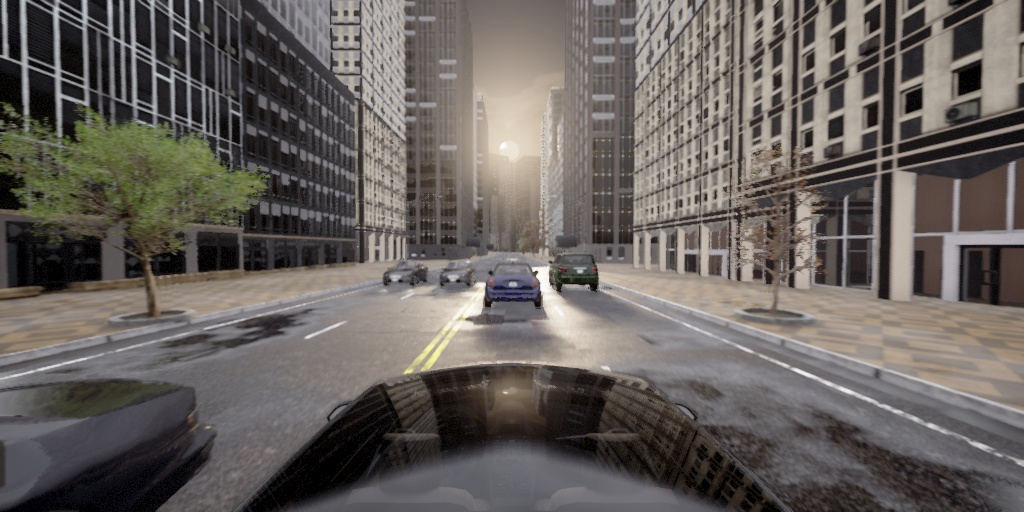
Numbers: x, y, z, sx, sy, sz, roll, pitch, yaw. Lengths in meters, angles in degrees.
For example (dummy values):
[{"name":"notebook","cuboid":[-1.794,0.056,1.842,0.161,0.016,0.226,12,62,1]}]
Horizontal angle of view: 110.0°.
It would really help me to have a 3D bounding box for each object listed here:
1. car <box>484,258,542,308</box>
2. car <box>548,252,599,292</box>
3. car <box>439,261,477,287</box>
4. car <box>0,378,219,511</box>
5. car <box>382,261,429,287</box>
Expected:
[{"name":"car","cuboid":[0.054,0.989,14.734,2.097,1.767,4.553,0,0,1]},{"name":"car","cuboid":[3.338,0.812,20.175,2.150,2.045,5.566,0,1,0]},{"name":"car","cuboid":[-3.291,1.060,22.564,2.128,1.511,4.902,0,0,1]},{"name":"car","cuboid":[-3.250,1.309,0.412,2.033,1.411,5.357,0,0,0]},{"name":"car","cuboid":[-6.541,1.060,22.553,2.128,1.511,4.902,0,0,1]}]
